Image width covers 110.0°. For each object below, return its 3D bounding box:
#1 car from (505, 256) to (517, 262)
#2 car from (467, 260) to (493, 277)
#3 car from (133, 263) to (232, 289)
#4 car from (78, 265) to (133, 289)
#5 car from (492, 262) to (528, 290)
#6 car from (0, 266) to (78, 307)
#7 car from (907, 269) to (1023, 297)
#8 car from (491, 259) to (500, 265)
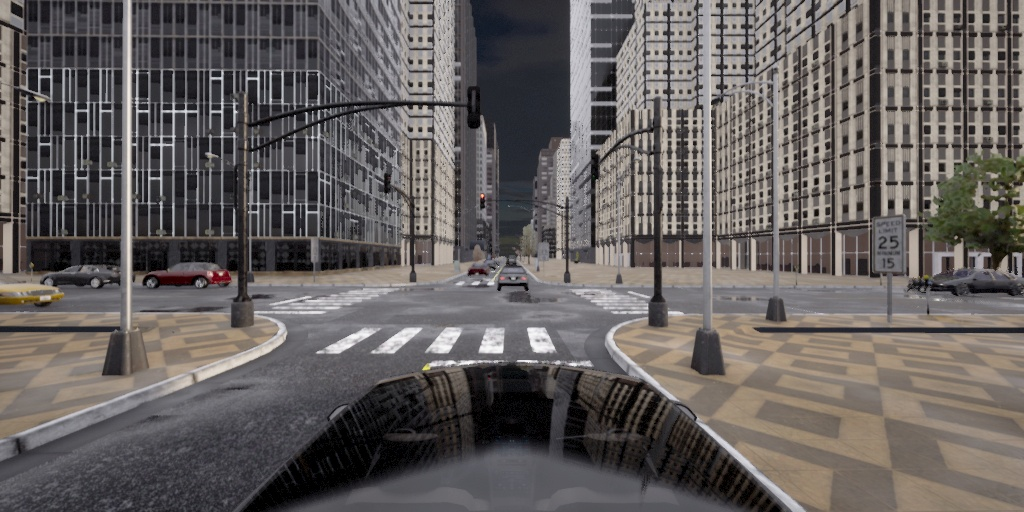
[{"bbox_3d":[-0.130,1.190,63.111,1.882,1.535,5.008,0,0,0],"label":"car"},{"bbox_3d":[-3.169,1.333,34.613,1.895,1.301,4.718,0,0,0],"label":"car"},{"bbox_3d":[-19.251,1.102,21.274,4.097,1.591,1.967,0,0,-1],"label":"car"},{"bbox_3d":[-24.927,1.179,21.139,4.403,1.370,2.007,0,0,-1],"label":"car"},{"bbox_3d":[0.063,1.306,22.591,2.033,1.411,5.357,0,0,0],"label":"car"},{"bbox_3d":[-18.922,1.160,12.639,4.829,1.417,1.751,0,0,-1],"label":"car"},{"bbox_3d":[24.811,1.414,19.369,5.357,1.411,2.033,0,0,-1],"label":"car"},{"bbox_3d":[-3.194,1.269,49.961,2.033,1.411,5.357,0,0,0],"label":"car"}]
